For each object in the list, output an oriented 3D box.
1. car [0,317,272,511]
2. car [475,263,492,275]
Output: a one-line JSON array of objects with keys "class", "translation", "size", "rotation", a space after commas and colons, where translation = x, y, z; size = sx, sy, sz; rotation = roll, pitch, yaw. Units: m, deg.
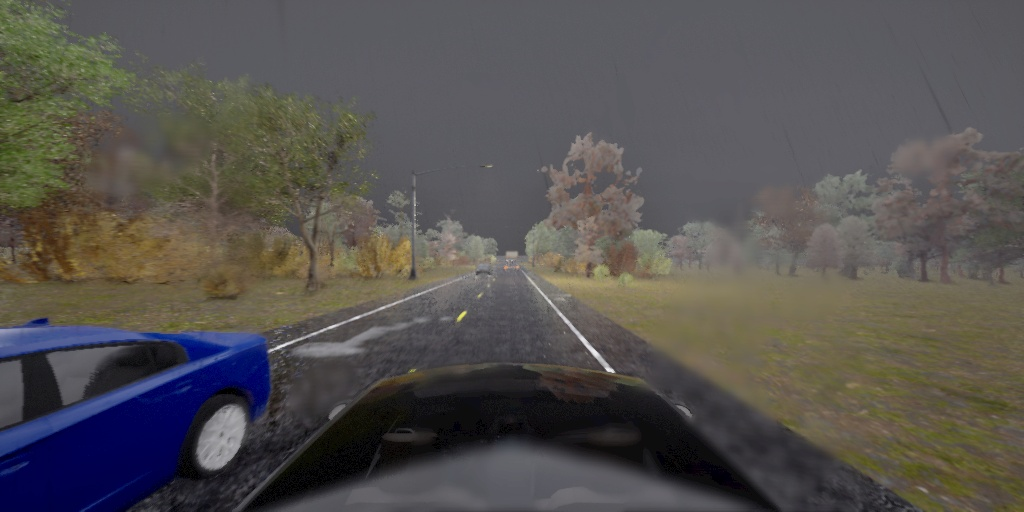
[{"class": "car", "translation": [-3.599, 1.229, 1.890], "size": [1.882, 1.535, 5.008], "rotation": [0, -1, 0]}, {"class": "car", "translation": [-3.570, 1.657, 45.967], "size": [1.837, 1.490, 4.892], "rotation": [0, -1, 0]}]
